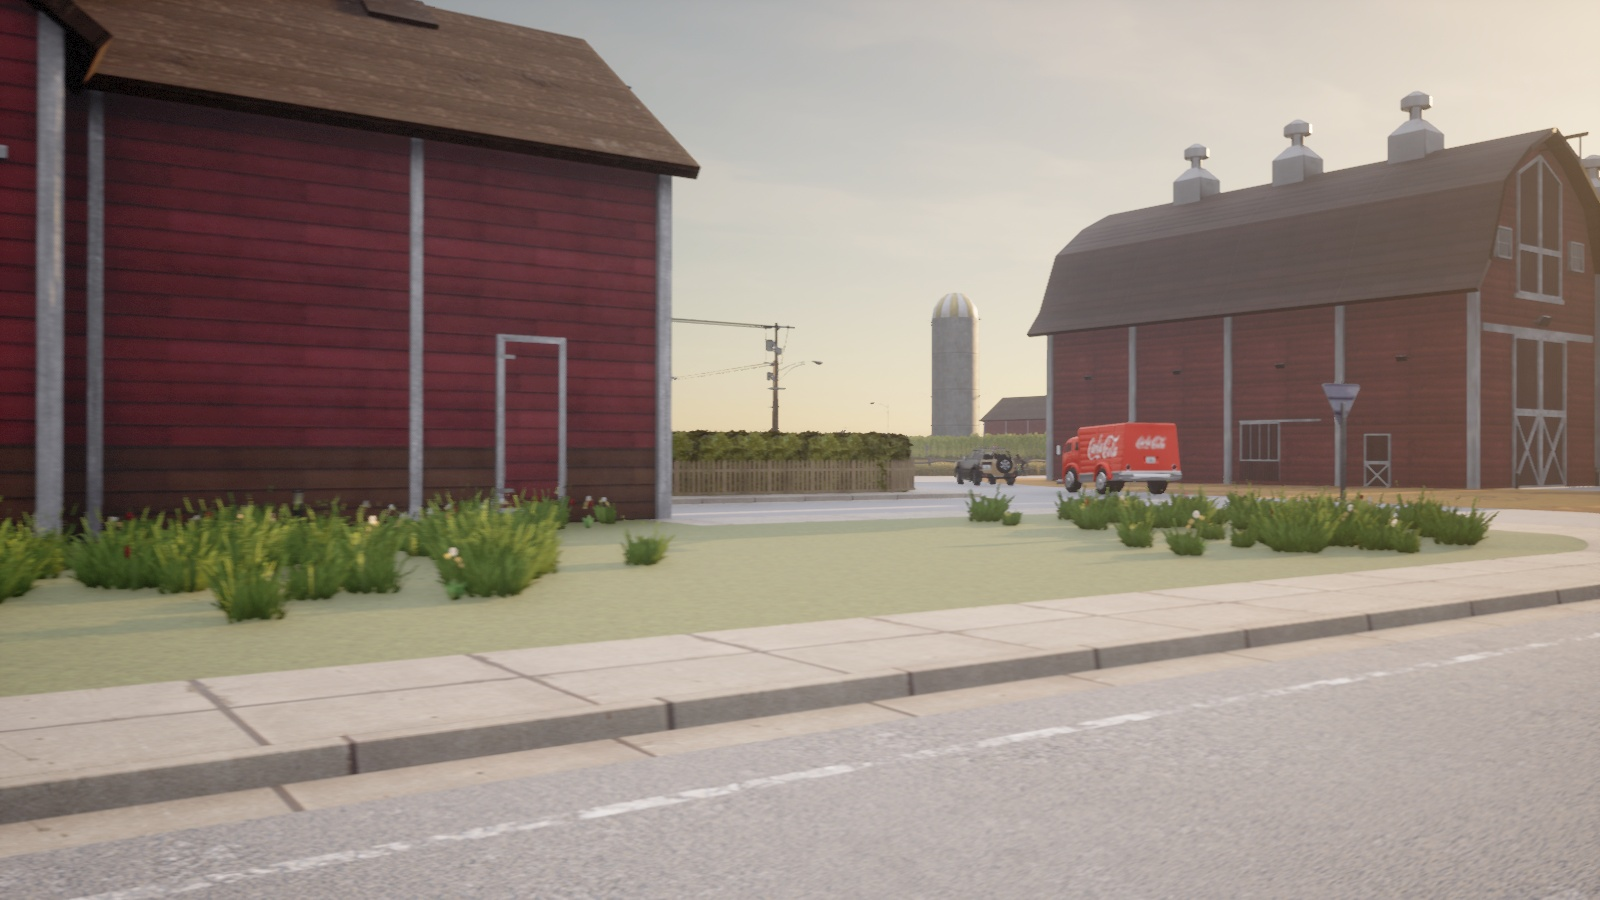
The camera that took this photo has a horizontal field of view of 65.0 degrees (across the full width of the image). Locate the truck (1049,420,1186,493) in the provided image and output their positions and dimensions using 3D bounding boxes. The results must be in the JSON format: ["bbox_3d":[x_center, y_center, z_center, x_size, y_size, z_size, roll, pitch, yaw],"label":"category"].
[{"bbox_3d":[11.606,0.301,46.392,2.627,2.467,5.204,0,-3,-16],"label":"truck"}]

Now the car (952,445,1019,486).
[{"bbox_3d":[8.803,0.726,59.996,1.932,1.855,4.605,0,0,-8],"label":"car"}]
